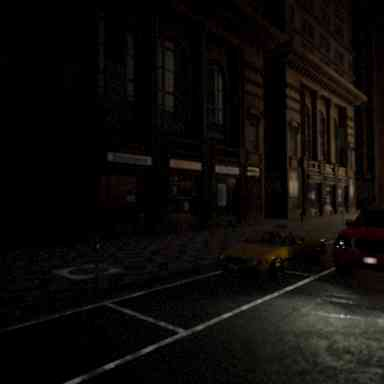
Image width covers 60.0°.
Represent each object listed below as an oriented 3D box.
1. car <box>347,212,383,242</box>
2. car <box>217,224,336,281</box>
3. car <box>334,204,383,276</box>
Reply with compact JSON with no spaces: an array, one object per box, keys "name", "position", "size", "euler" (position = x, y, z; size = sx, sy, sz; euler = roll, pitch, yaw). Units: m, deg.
[{"name":"car","position":[10.542,1.903,19.061],"size":[1.802,1.307,4.206],"euler":[-1,-1,43]},{"name":"car","position":[2.762,1.750,10.703],"size":[1.752,1.417,4.829],"euler":[-1,-1,43]},{"name":"car","position":[6.338,1.396,10.376],"size":[2.150,2.045,5.566],"euler":[-2,-2,43]}]
